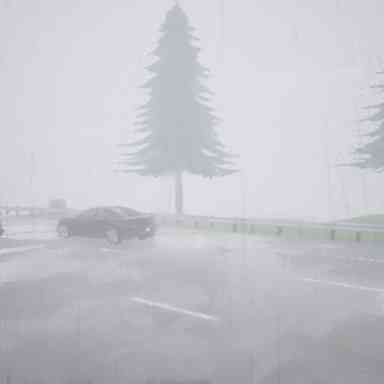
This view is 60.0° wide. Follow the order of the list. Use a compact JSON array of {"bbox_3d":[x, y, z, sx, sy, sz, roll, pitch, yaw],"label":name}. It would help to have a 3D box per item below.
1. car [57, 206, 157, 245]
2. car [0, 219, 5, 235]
[{"bbox_3d":[-3.885,1.351,14.785,5.008,1.535,1.882,1,0,32],"label":"car"},{"bbox_3d":[-10.544,1.417,14.671,5.357,1.411,2.033,0,1,30],"label":"car"}]
